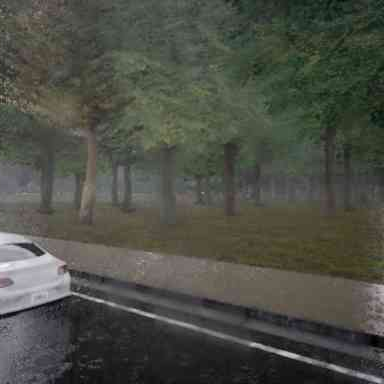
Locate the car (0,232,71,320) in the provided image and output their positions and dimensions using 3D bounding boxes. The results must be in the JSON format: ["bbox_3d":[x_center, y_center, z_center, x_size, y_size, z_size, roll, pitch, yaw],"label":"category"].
[{"bbox_3d":[-4.378,1.553,6.801,4.674,1.442,1.812,0,0,35],"label":"car"}]
